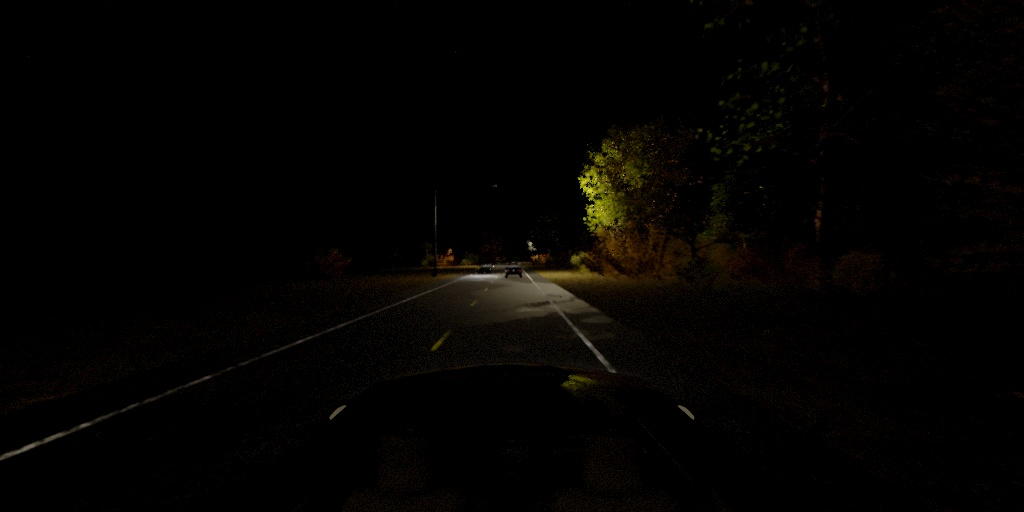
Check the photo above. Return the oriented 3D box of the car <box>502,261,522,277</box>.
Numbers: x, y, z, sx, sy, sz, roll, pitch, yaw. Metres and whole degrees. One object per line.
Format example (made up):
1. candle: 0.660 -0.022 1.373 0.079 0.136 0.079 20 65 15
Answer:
1. car: 0.181 1.590 40.008 2.033 1.411 5.357 -1 0 0

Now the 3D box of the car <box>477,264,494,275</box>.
1. car: -3.458 1.745 47.506 1.895 1.301 4.718 -1 0 1
